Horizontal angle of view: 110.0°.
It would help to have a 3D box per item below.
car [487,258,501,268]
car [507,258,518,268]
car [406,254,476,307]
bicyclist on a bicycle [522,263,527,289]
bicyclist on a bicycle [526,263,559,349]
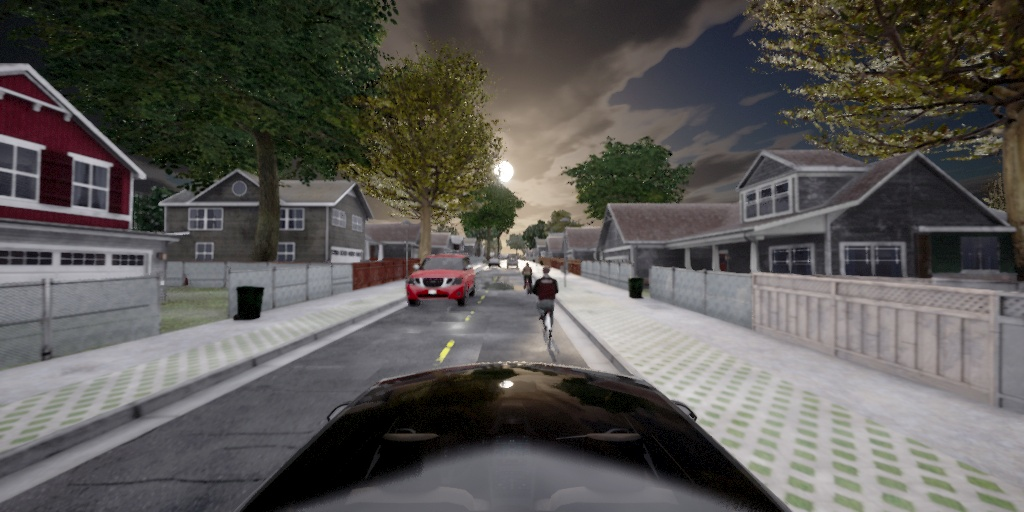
[{"bbox_3d":[-2.820,1.076,57.035,1.882,1.535,5.008,0,0,0],"label":"car"},{"bbox_3d":[0.092,1.087,58.099,2.128,1.511,4.902,0,0,0],"label":"car"},{"bbox_3d":[-2.851,0.921,15.599,2.150,2.045,5.566,0,0,0],"label":"car"},{"bbox_3d":[0.759,1.147,17.381,0.582,1.620,1.656,0,0,0],"label":"bicyclist on a bicycle"},{"bbox_3d":[0.758,1.096,8.191,0.659,1.776,1.843,0,0,0],"label":"bicyclist on a bicycle"}]
